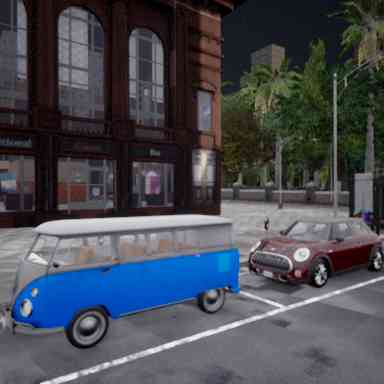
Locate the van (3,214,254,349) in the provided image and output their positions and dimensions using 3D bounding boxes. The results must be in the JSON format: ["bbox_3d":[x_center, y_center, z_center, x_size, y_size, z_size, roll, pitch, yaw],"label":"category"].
[{"bbox_3d":[-0.969,1.340,5.967,3.998,1.788,1.690,0,0,-36],"label":"van"}]

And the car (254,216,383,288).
[{"bbox_3d":[3.435,1.438,9.138,4.097,1.590,1.967,0,0,-36],"label":"car"}]
